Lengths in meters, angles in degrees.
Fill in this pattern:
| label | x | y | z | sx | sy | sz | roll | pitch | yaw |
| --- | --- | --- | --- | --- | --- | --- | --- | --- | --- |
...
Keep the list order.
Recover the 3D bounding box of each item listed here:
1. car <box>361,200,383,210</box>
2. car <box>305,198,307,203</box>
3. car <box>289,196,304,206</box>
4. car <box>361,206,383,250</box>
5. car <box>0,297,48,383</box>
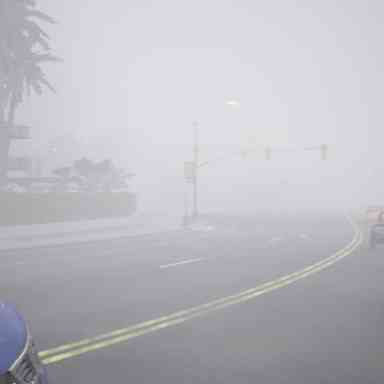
| label | x | y | z | sx | sy | sz | roll | pitch | yaw |
| --- | --- | --- | --- | --- | --- | --- | --- | --- | --- |
| car | 14.945 | 1.684 | 27.100 | 1.882 | 1.535 | 5.008 | 0 | 0 | 23 |
| car | 26.704 | 2.033 | 81.383 | 2.231 | 1.521 | 4.892 | 0 | 0 | 32 |
| car | 20.183 | 1.919 | 65.467 | 2.097 | 1.535 | 5.008 | 0 | 0 | 22 |
| car | 8.820 | 1.604 | 14.341 | 2.128 | 1.511 | 4.902 | 0 | 0 | 33 |
| car | -3.570 | 1.214 | 1.313 | 5.566 | 2.045 | 2.150 | 1 | 0 | -34 |
